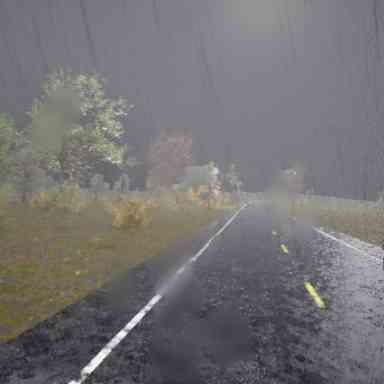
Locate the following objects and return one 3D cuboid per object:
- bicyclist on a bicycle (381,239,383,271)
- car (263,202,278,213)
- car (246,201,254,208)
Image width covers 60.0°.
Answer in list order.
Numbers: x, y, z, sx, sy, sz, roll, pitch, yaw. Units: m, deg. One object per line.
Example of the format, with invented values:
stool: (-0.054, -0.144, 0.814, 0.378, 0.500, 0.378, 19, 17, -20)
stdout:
bicyclist on a bicycle: (6.075, 1.820, 10.009, 0.582, 1.620, 1.656, 2, -1, 10)
car: (13.520, 2.685, 56.373, 1.837, 1.490, 4.892, 2, -1, 10)
car: (14.183, 3.001, 80.461, 2.033, 1.411, 5.357, 2, -1, 10)
